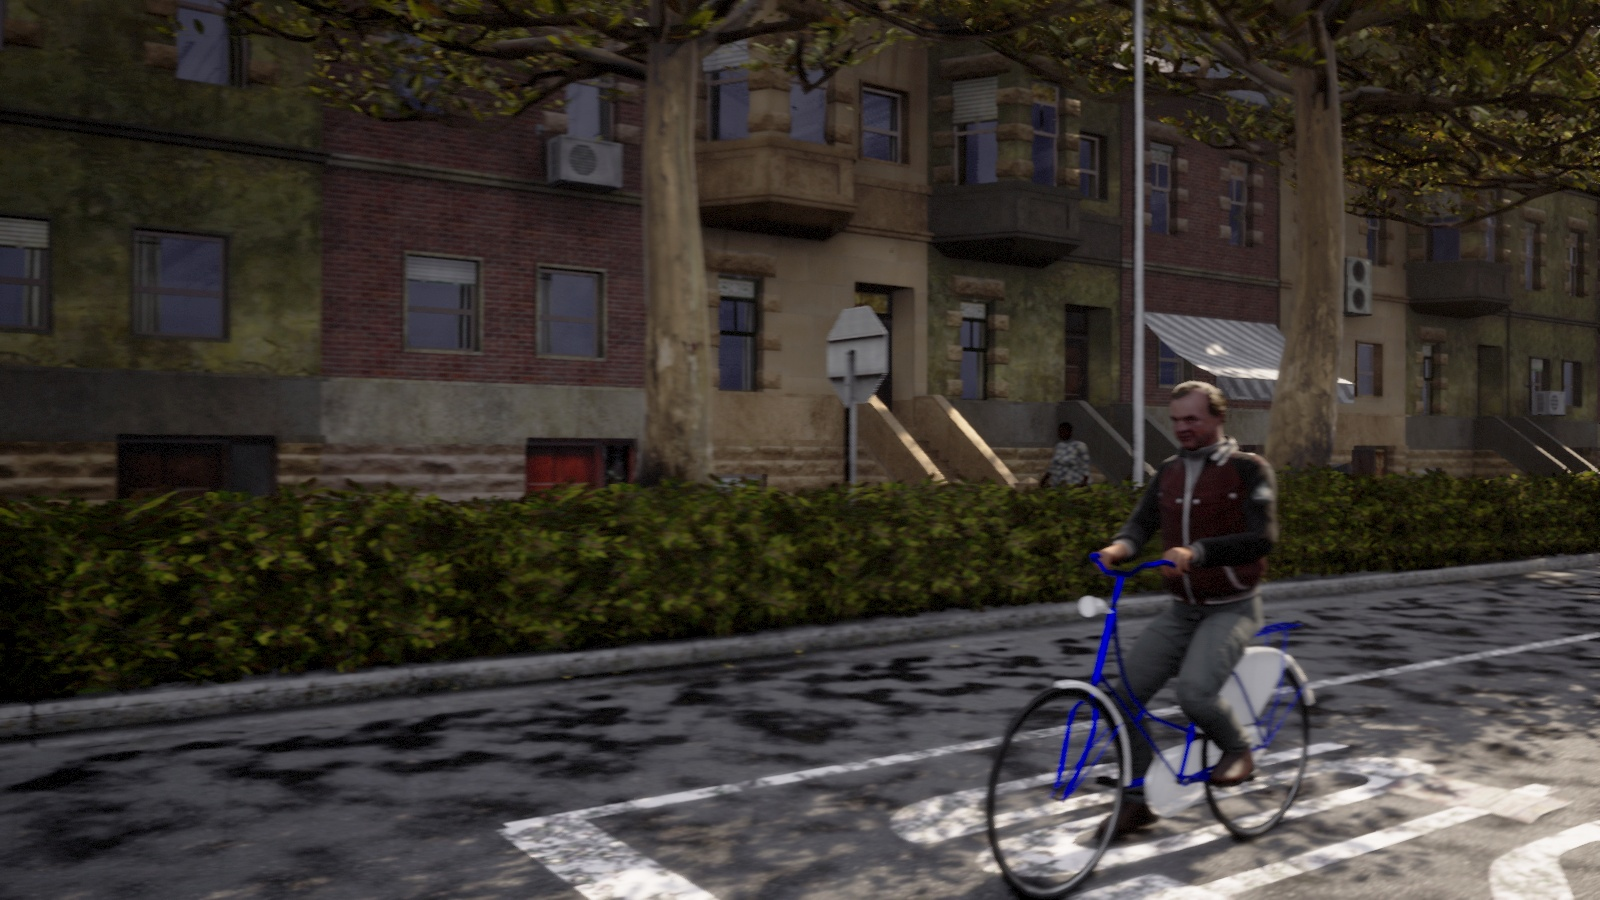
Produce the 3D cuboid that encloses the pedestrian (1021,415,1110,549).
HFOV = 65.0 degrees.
[{"bbox_3d":[3.804,0.438,17.999,0.900,1.855,0.874,0,0,-37],"label":"pedestrian"}]

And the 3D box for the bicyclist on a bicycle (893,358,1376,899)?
[{"bbox_3d":[1.247,0.624,4.479,1.843,1.776,0.659,0,0,-36],"label":"bicyclist on a bicycle"}]
